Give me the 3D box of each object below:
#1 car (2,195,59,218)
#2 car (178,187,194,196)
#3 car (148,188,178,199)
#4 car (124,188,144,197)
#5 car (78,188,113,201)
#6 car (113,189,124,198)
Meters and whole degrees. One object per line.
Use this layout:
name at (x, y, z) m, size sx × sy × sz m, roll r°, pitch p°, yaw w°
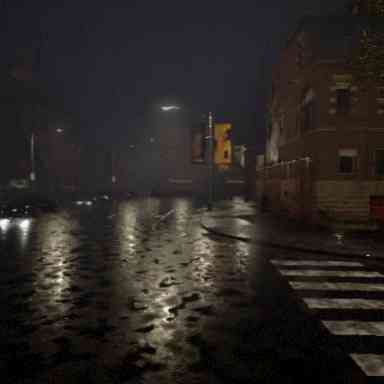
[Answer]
car at (-10.563, 0.861, 21.989) m, size 1.994 × 1.385 × 4.181 m, roll 1°, pitch 2°, yaw 3°
car at (-1.851, -0.020, 59.223) m, size 1.895 × 1.301 × 4.718 m, roll 2°, pitch 2°, yaw 39°
car at (-4.445, 0.237, 48.726) m, size 1.895 × 1.301 × 4.718 m, roll 1°, pitch 2°, yaw 28°
car at (-9.912, 0.067, 52.882) m, size 1.895 × 1.301 × 4.718 m, roll 2°, pitch 2°, yaw 32°
car at (-11.721, 0.374, 39.664) m, size 1.994 × 1.385 × 4.181 m, roll 1°, pitch 2°, yaw 16°
car at (-12.307, 0.109, 47.676) m, size 2.002 × 1.452 × 4.674 m, roll 1°, pitch 2°, yaw 22°
